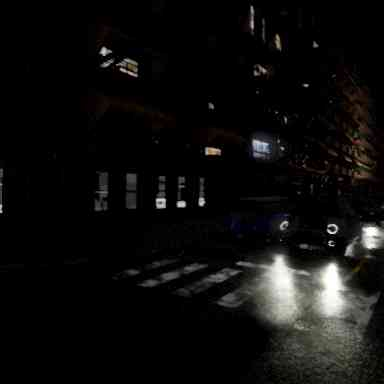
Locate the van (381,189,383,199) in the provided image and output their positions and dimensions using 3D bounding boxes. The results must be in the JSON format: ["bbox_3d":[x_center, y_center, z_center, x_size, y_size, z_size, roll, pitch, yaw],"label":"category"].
[{"bbox_3d":[35.303,0.327,60.031,1.690,1.788,3.998,1,2,35],"label":"van"}]

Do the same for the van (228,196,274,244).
[{"bbox_3d":[3.036,1.097,14.244,1.690,1.788,3.998,1,2,35],"label":"van"}]

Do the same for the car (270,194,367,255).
[{"bbox_3d":[4.909,1.131,12.488,2.097,1.767,4.553,1,1,36],"label":"car"}]

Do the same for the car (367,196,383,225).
[{"bbox_3d":[10.633,1.206,20.543,1.994,1.385,4.181,1,1,36],"label":"car"}]

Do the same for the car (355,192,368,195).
[{"bbox_3d":[15.940,0.997,32.563,2.008,1.369,4.403,1,2,35],"label":"car"}]

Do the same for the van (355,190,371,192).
[{"bbox_3d":[19.169,0.710,37.137,1.690,1.788,3.998,1,2,35],"label":"van"}]

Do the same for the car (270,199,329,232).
[{"bbox_3d":[6.163,1.206,18.688,1.752,1.417,4.829,1,2,35],"label":"car"}]

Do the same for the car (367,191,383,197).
[{"bbox_3d":[18.160,0.952,31.206,2.128,1.511,4.902,1,1,35],"label":"car"}]

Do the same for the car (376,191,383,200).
[{"bbox_3d":[32.074,0.613,55.458,2.008,1.369,4.403,1,2,35],"label":"car"}]
